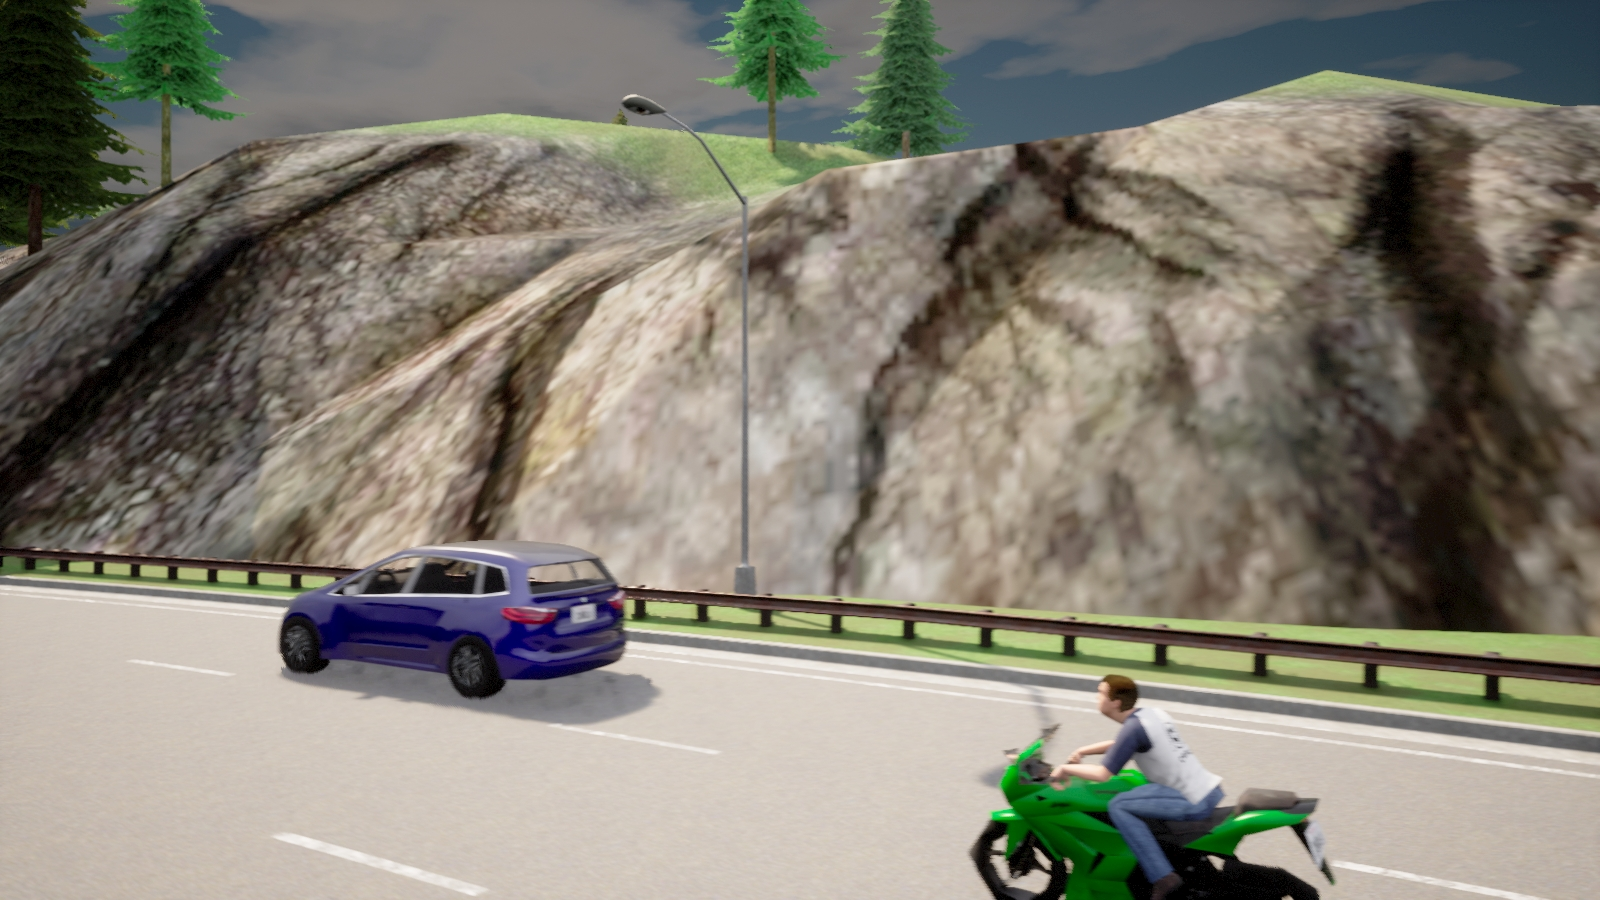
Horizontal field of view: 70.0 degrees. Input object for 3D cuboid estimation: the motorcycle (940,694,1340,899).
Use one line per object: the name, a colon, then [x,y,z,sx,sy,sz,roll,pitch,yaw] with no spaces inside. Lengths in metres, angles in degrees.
motorcycle: [1.897,2.185,6.507,2.033,1.199,0.803,0,1,34]

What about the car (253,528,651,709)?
car: [-4.428,1.967,14.436,4.611,1.667,2.242,0,0,29]
